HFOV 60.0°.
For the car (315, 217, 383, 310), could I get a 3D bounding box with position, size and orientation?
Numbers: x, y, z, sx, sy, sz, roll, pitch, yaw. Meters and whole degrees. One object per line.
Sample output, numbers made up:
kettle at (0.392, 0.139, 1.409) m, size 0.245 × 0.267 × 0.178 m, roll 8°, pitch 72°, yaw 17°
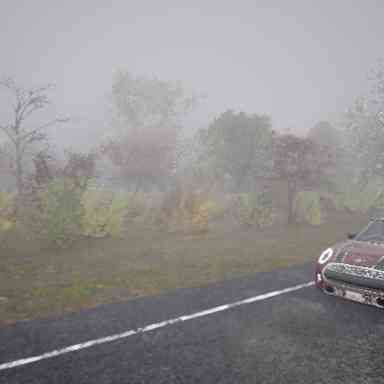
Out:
car at (4.832, 1.355, 7.572) m, size 4.553 × 1.767 × 2.097 m, roll 0°, pitch 0°, yaw -37°
